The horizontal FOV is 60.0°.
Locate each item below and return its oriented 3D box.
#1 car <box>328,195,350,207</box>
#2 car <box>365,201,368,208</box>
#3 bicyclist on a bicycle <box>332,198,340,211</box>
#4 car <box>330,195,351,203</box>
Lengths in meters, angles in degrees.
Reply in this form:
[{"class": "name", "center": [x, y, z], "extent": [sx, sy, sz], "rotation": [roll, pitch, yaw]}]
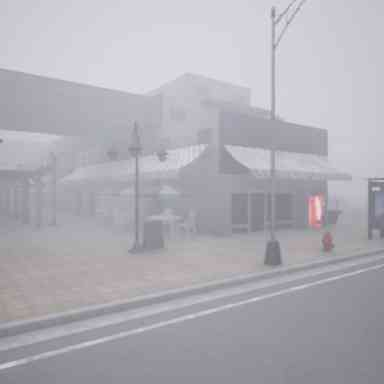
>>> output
[{"class": "car", "center": [21.311, 1.352, 50.408], "extent": [5.027, 1.636, 2.152], "rotation": [0, 0, -36]}, {"class": "car", "center": [25.318, 1.431, 45.384], "extent": [3.806, 1.475, 1.970], "rotation": [0, 0, -36]}, {"class": "bicyclist on a bicycle", "center": [16.892, 1.482, 38.933], "extent": [1.656, 1.620, 0.582], "rotation": [0, 0, -36]}, {"class": "car", "center": [30.571, 1.499, 68.532], "extent": [4.514, 1.523, 2.007], "rotation": [0, 0, -36]}]
